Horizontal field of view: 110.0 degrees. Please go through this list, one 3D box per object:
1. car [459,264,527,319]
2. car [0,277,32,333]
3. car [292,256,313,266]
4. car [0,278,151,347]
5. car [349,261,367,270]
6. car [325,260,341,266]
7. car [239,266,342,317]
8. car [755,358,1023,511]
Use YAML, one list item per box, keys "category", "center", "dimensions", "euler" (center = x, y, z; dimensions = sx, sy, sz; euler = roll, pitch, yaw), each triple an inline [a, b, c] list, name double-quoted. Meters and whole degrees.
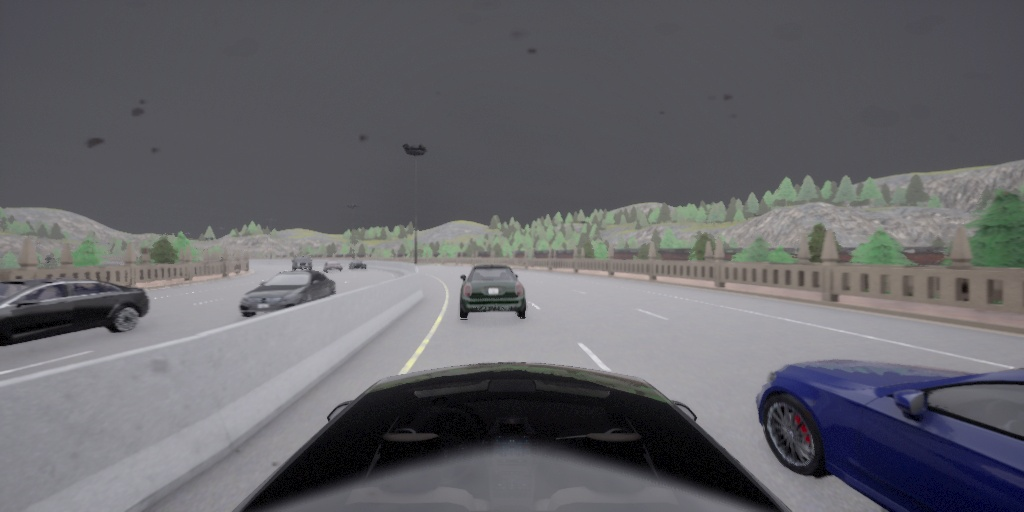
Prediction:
- category: "car"
  center: [-0.789, 1.080, 12.945]
  dimensions: [2.097, 1.767, 4.553]
  euler: [0, 0, -6]
- category: "car"
  center: [-14.486, 1.342, 7.890]
  dimensions: [1.812, 1.442, 4.674]
  euler: [0, 0, -5]
- category: "car"
  center: [-27.343, 1.016, 46.793]
  dimensions: [2.150, 2.045, 5.566]
  euler: [0, 0, -32]
- category: "car"
  center: [-10.998, 1.288, 8.053]
  dimensions: [2.128, 1.511, 4.902]
  euler: [0, 0, -5]
- category: "car"
  center: [-22.269, 1.356, 51.876]
  dimensions: [1.895, 1.301, 4.718]
  euler: [0, 0, -32]
- category: "car"
  center: [-23.825, 1.300, 47.682]
  dimensions: [1.812, 1.442, 4.674]
  euler: [0, 0, -31]
- category: "car"
  center: [-8.071, 1.293, 13.456]
  dimensions: [1.812, 1.442, 4.674]
  euler: [0, 0, -8]
- category: "car"
  center: [3.450, 1.256, 1.760]
  dimensions: [1.812, 1.442, 4.674]
  euler: [0, 0, 0]
